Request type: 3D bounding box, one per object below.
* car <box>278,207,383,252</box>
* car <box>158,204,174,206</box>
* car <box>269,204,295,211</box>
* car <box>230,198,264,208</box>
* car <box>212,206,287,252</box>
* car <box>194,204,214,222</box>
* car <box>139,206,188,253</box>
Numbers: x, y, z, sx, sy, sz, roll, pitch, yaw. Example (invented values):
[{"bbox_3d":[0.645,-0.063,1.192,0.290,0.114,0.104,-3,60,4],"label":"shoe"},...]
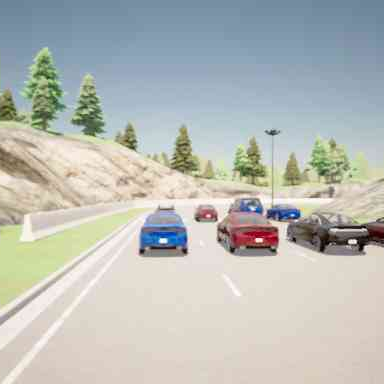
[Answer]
[{"bbox_3d":[5.792,1.657,14.766,2.128,1.511,4.902,0,0,-4],"label":"car"},{"bbox_3d":[-2.282,1.762,29.216,2.128,1.511,4.902,0,0,-4],"label":"car"},{"bbox_3d":[8.179,1.798,30.158,1.882,1.535,5.008,0,0,-4],"label":"car"},{"bbox_3d":[4.717,1.516,29.454,2.150,2.045,5.566,0,0,-4],"label":"car"},{"bbox_3d":[2.290,1.628,14.690,1.882,1.535,5.008,0,0,-4],"label":"car"},{"bbox_3d":[1.203,1.813,29.557,1.812,1.442,4.674,0,0,-4],"label":"car"},{"bbox_3d":[-1.201,1.611,14.435,1.882,1.535,5.008,0,0,-4],"label":"car"}]
